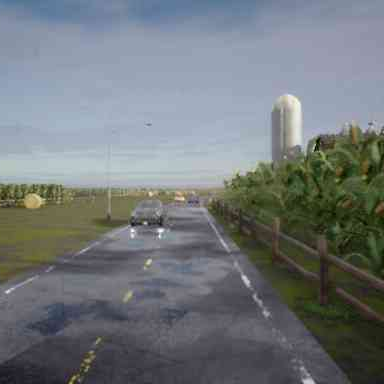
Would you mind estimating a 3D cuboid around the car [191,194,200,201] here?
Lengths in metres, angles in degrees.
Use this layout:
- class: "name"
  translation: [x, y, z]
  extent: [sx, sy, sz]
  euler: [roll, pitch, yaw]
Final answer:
- class: "car"
  translation: [0.868, 1.265, 77.076]
  extent: [1.837, 1.490, 4.892]
  euler: [0, 0, 3]

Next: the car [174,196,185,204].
- class: "car"
  translation: [-2.411, 1.418, 63.381]
  extent: [1.882, 1.535, 5.008]
  euler: [0, 0, 2]

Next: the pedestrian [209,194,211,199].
- class: "pedestrian"
  translation: [2.974, 1.234, 54.976]
  extent: [0.375, 1.860, 0.375]
  euler: [0, 1, -2]

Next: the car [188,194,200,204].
- class: "car"
  translation: [0.304, 1.507, 61.683]
  extent: [1.994, 1.385, 4.181]
  euler: [0, 0, 2]

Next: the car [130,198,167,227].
- class: "car"
  translation: [-2.850, 1.333, 22.596]
  extent: [2.097, 1.767, 4.553]
  euler: [0, 0, 0]

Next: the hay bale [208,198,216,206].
- class: "hay bale"
  translation: [3.255, 1.607, 53.695]
  extent: [1.220, 1.180, 1.240]
  euler: [0, 1, 1]
